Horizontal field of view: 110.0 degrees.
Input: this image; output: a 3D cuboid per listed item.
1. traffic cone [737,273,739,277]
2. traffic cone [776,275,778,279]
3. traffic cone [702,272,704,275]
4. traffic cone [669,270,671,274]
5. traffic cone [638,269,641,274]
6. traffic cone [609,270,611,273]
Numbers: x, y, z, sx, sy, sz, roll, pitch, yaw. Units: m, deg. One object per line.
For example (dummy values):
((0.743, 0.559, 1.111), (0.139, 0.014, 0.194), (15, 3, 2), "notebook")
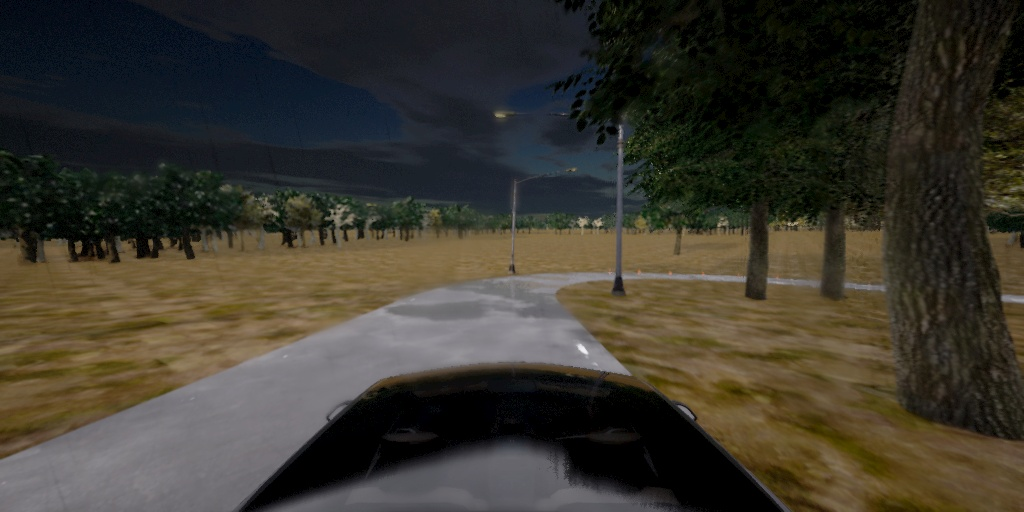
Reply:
((32.858, 2.741, 52.033), (0.340, 0.580, 0.340), (0, 0, 0), "traffic cone")
((38.231, 3.015, 51.669), (0.340, 0.580, 0.340), (0, 0, 8), "traffic cone")
((27.486, 2.491, 51.614), (0.340, 0.580, 0.340), (0, 0, -8), "traffic cone")
((22.228, 2.265, 50.422), (0.340, 0.580, 0.340), (0, 0, -17), "traffic cone")
((17.195, 2.062, 48.480), (0.340, 0.580, 0.340), (0, 0, -25), "traffic cone")
((12.492, 1.887, 45.829), (0.340, 0.580, 0.340), (0, 0, -33), "traffic cone")
